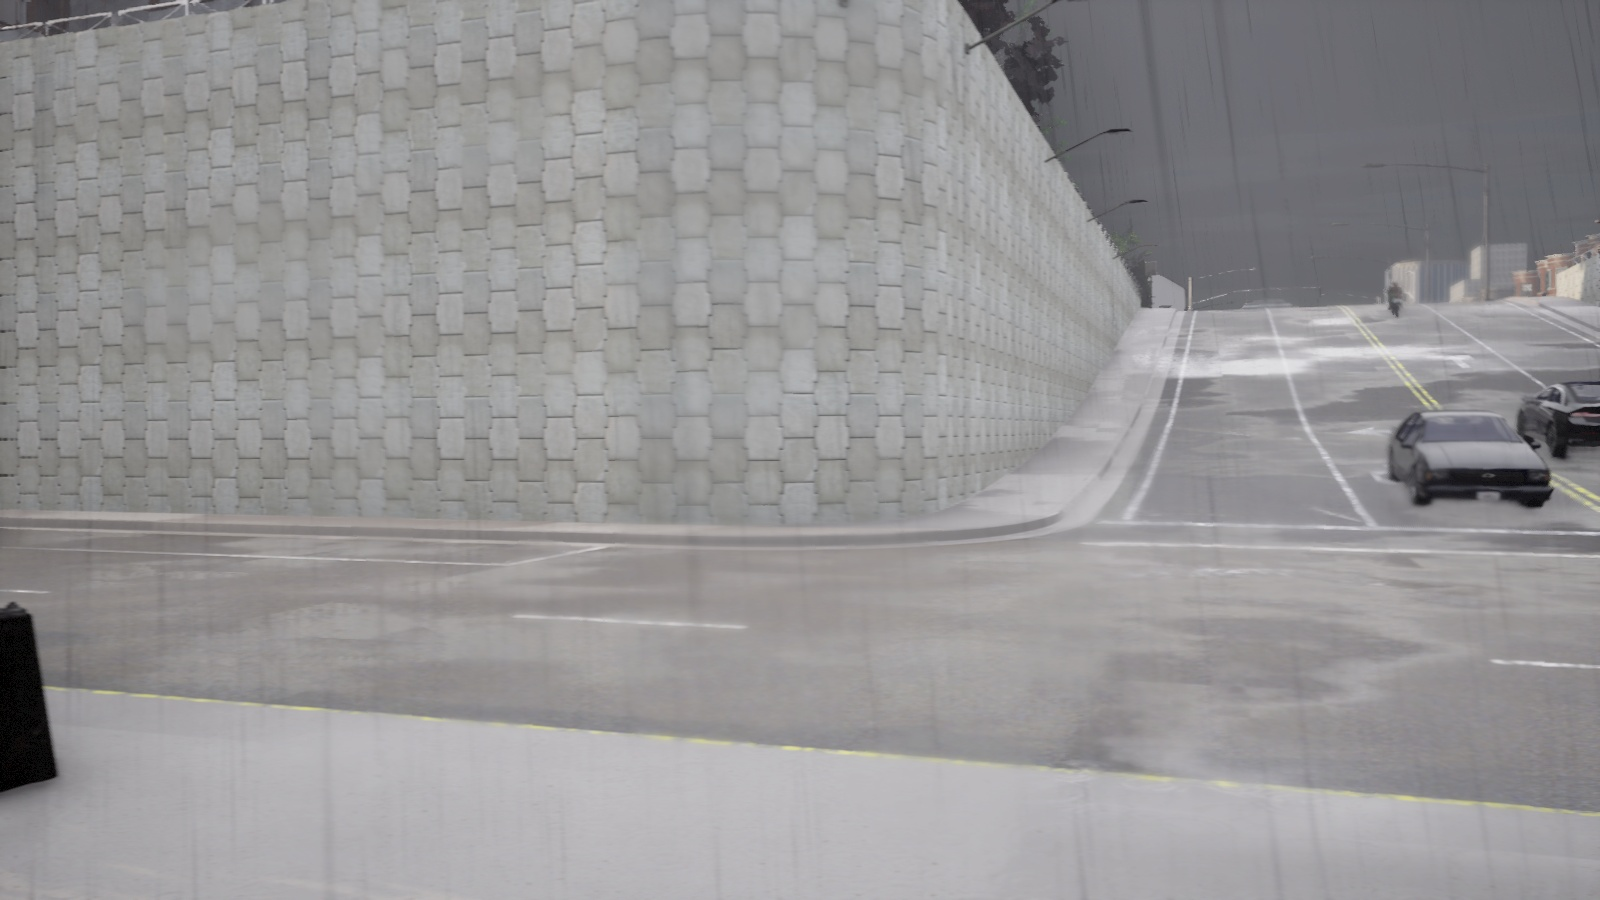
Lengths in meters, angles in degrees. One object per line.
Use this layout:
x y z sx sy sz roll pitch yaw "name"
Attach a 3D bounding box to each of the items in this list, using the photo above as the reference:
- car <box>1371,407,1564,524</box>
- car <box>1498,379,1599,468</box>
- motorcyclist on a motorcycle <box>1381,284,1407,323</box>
11.140 0.138 21.394 2.033 1.411 5.357 0 6 19 "car"
16.777 -0.645 27.063 2.128 1.511 4.902 1 6 19 "car"
27.034 -6.674 57.141 0.797 1.523 2.044 1 12 19 "motorcyclist on a motorcycle"
